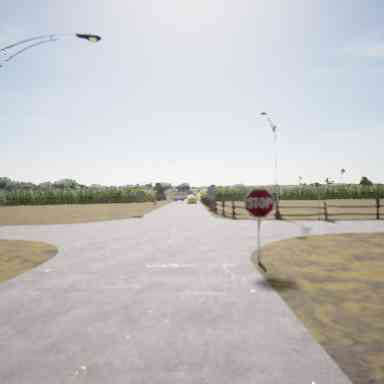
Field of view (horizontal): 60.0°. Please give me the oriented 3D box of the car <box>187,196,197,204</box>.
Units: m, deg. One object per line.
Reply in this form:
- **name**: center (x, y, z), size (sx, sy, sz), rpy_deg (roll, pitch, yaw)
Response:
- **car**: center (0.015, 1.653, 66.348), size (1.882, 1.535, 5.008), rpy_deg (0, 0, 0)

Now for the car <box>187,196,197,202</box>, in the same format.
- **car**: center (0.018, 1.608, 76.772), size (2.128, 1.511, 4.902), rpy_deg (0, -1, 0)

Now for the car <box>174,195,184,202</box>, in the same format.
- **car**: center (-2.734, 1.345, 70.937), size (1.812, 1.442, 4.674), rpy_deg (0, 0, 0)
